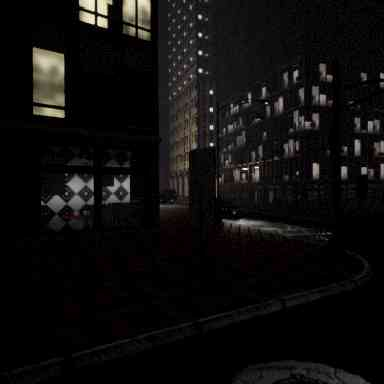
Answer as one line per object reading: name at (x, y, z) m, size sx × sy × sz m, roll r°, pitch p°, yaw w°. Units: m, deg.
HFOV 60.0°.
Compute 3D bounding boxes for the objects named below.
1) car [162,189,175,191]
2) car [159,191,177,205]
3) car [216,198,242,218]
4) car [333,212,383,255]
car at (-4.030, 0.537, 54.624) m, size 2.150 × 2.045 × 5.566 m, roll -1°, pitch 1°, yaw -18°
car at (-3.890, 0.972, 45.097) m, size 1.837 × 1.490 × 4.892 m, roll -1°, pitch 1°, yaw -18°
car at (2.329, 1.227, 26.734) m, size 2.128 × 1.511 × 4.902 m, roll -1°, pitch 1°, yaw -19°
car at (6.774, 1.487, 11.666) m, size 1.812 × 1.442 × 4.674 m, roll 0°, pitch 1°, yaw -8°
